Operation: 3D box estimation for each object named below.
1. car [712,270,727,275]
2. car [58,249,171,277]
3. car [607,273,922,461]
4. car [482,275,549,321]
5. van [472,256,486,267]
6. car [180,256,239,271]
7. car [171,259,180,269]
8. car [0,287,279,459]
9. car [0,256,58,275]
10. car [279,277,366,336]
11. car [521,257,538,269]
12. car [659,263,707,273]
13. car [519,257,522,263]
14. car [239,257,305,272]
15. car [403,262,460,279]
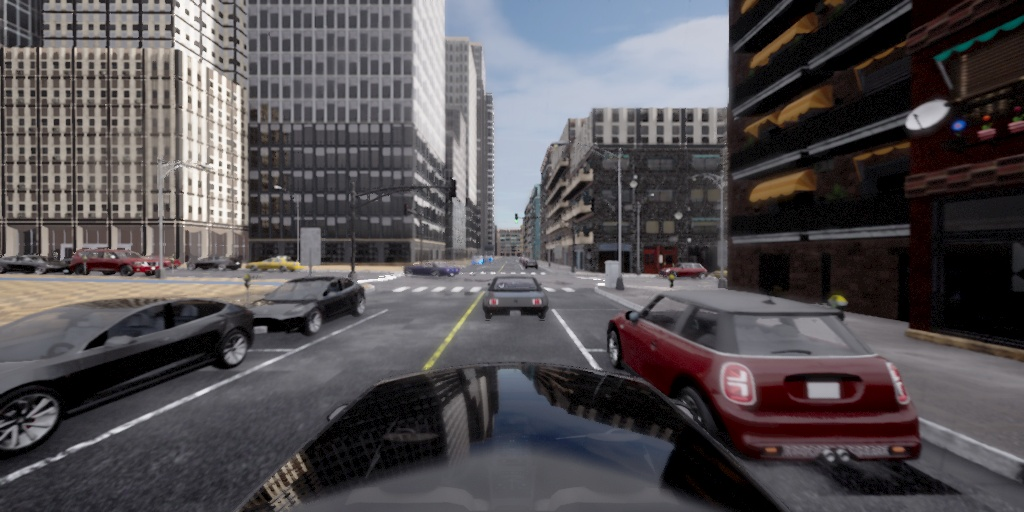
[{"bbox_3d":[21.358,1.563,33.785,4.829,1.417,1.751,0,0,-1],"label":"car"},{"bbox_3d":[-27.391,0.491,24.839,5.009,1.841,2.192,0,0,-1],"label":"car"},{"bbox_3d":[2.689,1.175,5.033,1.967,1.591,4.097,0,0,0],"label":"car"},{"bbox_3d":[0.098,1.305,12.251,1.895,1.301,4.718,0,0,0],"label":"car"},{"bbox_3d":[-5.702,0.850,59.888,1.690,1.789,3.998,0,0,0],"label":"van"},{"bbox_3d":[-27.496,0.680,33.219,4.313,1.339,1.948,0,0,-1],"label":"car"},{"bbox_3d":[-33.115,0.592,33.154,4.207,1.307,1.802,0,0,-1],"label":"car"},{"bbox_3d":[-5.691,1.301,5.031,1.948,1.339,4.313,0,0,0],"label":"car"},{"bbox_3d":[-33.010,0.637,24.774,4.313,1.339,1.948,0,0,-1],"label":"car"},{"bbox_3d":[-5.692,1.278,10.277,1.948,1.339,4.313,0,0,0],"label":"car"},{"bbox_3d":[2.681,1.115,49.923,1.948,1.339,4.313,0,0,0],"label":"car"},{"bbox_3d":[16.006,1.373,33.723,4.097,1.591,1.967,0,0,-1],"label":"car"},{"bbox_3d":[2.678,1.055,59.890,1.888,1.381,4.507,0,0,0],"label":"car"},{"bbox_3d":[-22.051,0.744,33.370,4.829,1.417,1.751,0,0,-1],"label":"car"},{"bbox_3d":[-6.740,1.132,29.643,4.718,1.301,1.895,1,0,29],"label":"car"}]
